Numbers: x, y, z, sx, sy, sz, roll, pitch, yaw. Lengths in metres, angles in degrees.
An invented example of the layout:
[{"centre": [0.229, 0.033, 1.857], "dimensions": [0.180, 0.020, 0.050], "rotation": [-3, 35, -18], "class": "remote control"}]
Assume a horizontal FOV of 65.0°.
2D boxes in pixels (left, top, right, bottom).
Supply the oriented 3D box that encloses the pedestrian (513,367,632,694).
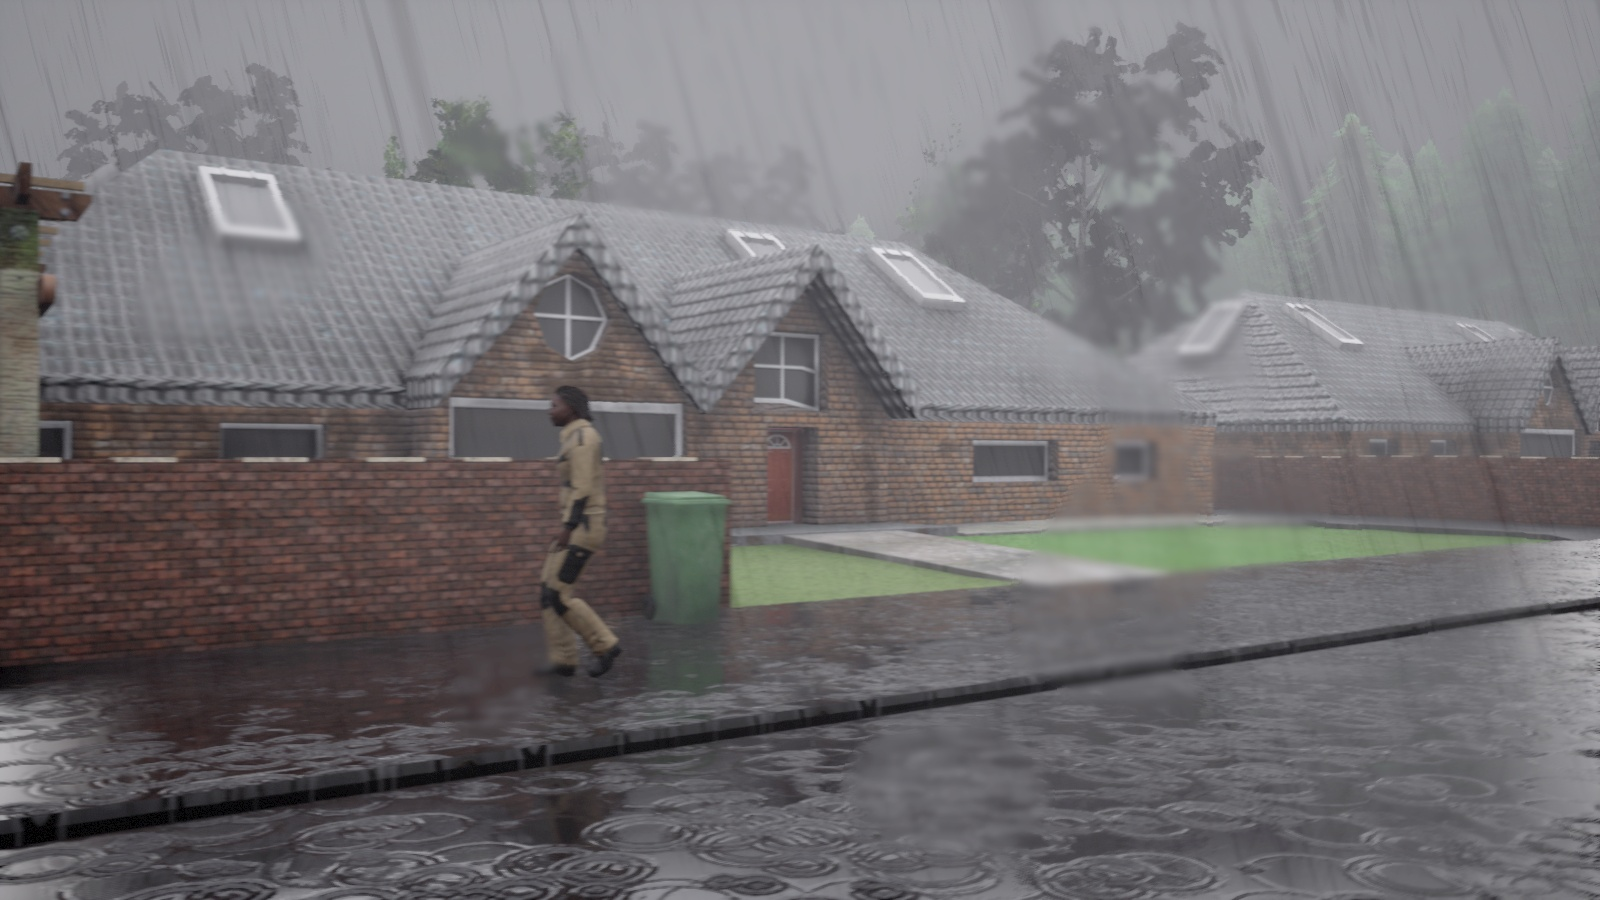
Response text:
[{"centre": [-1.396, 0.477, 7.682], "dimensions": [0.692, 1.930, 0.396], "rotation": [0, 0, -13], "class": "pedestrian"}]
